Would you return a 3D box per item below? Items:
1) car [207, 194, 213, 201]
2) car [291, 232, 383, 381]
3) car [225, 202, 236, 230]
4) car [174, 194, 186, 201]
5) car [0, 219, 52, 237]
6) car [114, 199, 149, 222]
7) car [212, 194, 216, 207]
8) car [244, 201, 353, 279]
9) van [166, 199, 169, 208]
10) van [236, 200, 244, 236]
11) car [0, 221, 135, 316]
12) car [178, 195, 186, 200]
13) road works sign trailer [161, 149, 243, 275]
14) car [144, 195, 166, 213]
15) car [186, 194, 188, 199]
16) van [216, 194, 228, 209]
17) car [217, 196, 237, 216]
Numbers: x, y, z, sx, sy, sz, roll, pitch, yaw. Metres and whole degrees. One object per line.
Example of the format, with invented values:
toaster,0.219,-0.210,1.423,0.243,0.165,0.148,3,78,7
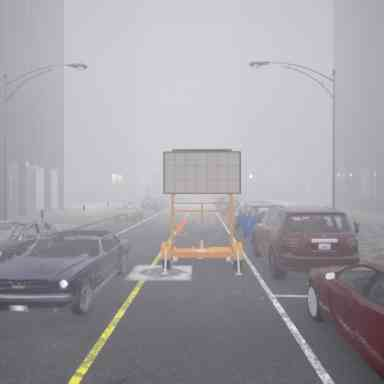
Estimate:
car,5.306,1.326,81.094,2.192,1.841,5.009,0,0,2
car,2.894,1.544,4.362,1.887,1.381,4.507,0,0,2
car,3.414,1.547,20.930,2.008,1.369,4.403,0,0,2
car,-3.215,1.326,81.373,2.192,1.841,5.009,0,0,2
car,-5.471,1.549,10.170,2.008,1.369,4.403,0,0,2
car,-4.950,1.521,26.567,1.752,1.417,4.829,0,0,2
car,4.106,1.309,43.021,2.192,1.841,5.009,0,0,2
car,3.066,1.313,9.885,2.192,1.841,5.009,0,0,2
van,-4.419,1.335,43.303,1.690,1.788,3.998,0,0,2
van,3.240,1.338,15.407,1.690,1.788,3.998,0,0,2
car,-2.775,1.599,7.660,1.895,1.301,4.718,0,0,2
car,-2.857,1.589,92.653,1.947,1.339,4.313,0,0,2
road works sign trailer,0.313,0.462,10.439,2.380,3.560,2.880,0,0,2
car,-4.594,1.309,37.780,2.192,1.841,5.009,0,0,2
car,-3.037,1.332,87.013,2.192,1.841,5.009,0,0,2
van,3.933,1.335,37.498,1.690,1.788,3.998,0,0,2
car,3.760,1.435,31.976,1.967,1.590,4.097,0,0,2
